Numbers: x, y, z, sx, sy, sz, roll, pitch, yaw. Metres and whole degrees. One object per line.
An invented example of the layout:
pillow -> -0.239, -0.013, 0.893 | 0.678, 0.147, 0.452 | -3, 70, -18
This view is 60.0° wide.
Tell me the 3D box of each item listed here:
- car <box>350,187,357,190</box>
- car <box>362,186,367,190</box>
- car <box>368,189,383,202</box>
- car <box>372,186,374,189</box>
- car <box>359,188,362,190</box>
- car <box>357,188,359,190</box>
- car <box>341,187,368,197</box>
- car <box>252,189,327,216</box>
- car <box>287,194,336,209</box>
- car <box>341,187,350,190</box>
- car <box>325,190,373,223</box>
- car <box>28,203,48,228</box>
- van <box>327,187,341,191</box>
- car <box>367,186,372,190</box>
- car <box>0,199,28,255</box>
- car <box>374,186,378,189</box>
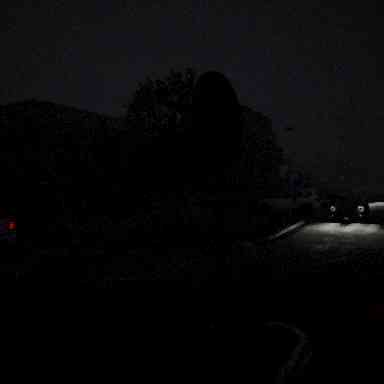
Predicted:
car -> 20.718, 0.495, 48.218 | 4.553, 1.767, 2.185 | -2, 0, 12
car -> 25.524, 0.185, 55.841 | 5.566, 2.045, 2.435 | -2, 0, 12
car -> 25.021, 0.654, 45.103 | 1.895, 1.301, 4.718 | -1, 1, 33
car -> 36.757, 0.065, 73.601 | 4.792, 1.488, 2.163 | -2, 0, 12
car -> 23.930, 0.527, 53.307 | 4.792, 1.488, 2.163 | -2, 0, 12
car -> 22.321, 0.433, 50.755 | 4.553, 1.767, 2.185 | -2, 0, 12
car -> 33.489, 0.023, 68.541 | 4.553, 1.767, 2.185 | -2, 0, 12
car -> 7.868, 0.883, 27.884 | 5.566, 2.045, 2.435 | -2, 0, 12
car -> 12.687, 0.981, 35.531 | 4.674, 1.452, 2.002 | -2, 0, 12
car -> 17.453, 0.624, 43.166 | 4.553, 1.767, 2.185 | -2, 0, 12
car -> 10.511, 0.985, 22.076 | 2.097, 1.767, 4.553 | -1, 1, 32
car -> -11.613, 1.454, 21.247 | 2.435, 2.045, 5.566 | -1, 0, 11
van -> 14.163, 0.655, 38.089 | 4.442, 1.987, 1.878 | -2, 0, 12
car -> 30.331, 0.009, 63.467 | 5.566, 2.045, 2.435 | -2, 0, 12
car -> -9.181, 1.450, 12.857 | 5.566, 2.045, 2.150 | -1, 1, 30
car -> 43.106, -0.174, 83.772 | 4.892, 1.521, 2.231 | -2, 0, 12
